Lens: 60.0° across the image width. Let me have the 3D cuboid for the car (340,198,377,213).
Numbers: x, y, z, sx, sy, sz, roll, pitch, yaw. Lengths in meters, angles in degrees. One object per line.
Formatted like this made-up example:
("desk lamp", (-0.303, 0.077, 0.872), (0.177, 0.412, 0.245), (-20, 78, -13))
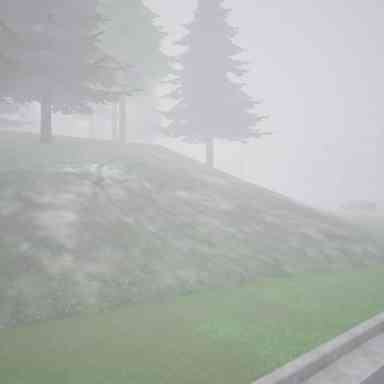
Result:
("car", (18.858, 1.478, 37.908), (1.882, 1.535, 5.008), (0, 0, -5))
